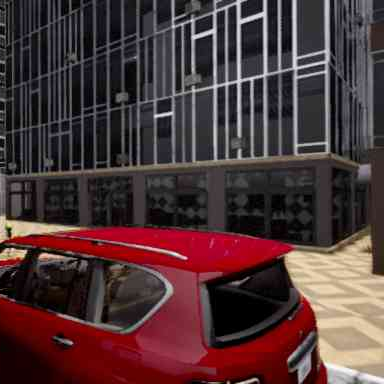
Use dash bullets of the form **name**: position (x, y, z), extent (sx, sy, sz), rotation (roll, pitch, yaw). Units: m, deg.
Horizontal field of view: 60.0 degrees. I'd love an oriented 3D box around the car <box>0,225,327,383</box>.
- **car**: position (-1.160, 1.306, 3.714), extent (5.009, 1.841, 2.192), rotation (0, 0, 36)
